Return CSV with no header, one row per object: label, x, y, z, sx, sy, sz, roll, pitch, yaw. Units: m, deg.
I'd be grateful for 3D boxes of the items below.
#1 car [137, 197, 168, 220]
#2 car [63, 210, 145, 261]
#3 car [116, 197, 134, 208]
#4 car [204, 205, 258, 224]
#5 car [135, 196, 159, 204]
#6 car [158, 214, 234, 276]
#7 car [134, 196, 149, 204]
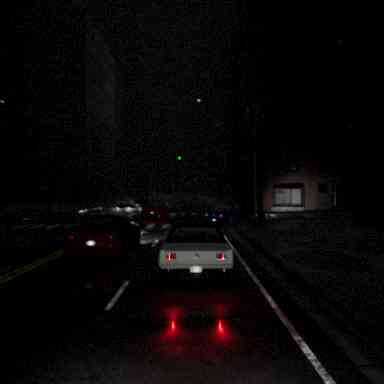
car,-3.149,1.485,28.648,1.882,1.535,5.008,0,0,0
car,-3.150,1.567,12.363,1.994,1.385,4.181,0,0,0
car,-9.826,1.539,49.117,1.812,1.442,4.674,0,0,0
car,2.977,1.583,24.304,1.895,1.301,4.718,-1,1,41
car,-6.581,1.560,49.265,2.033,1.411,5.357,0,0,0
car,0.105,1.604,10.336,1.895,1.301,4.718,0,0,0
car,-9.760,1.564,64.587,2.033,1.411,5.357,0,0,0
